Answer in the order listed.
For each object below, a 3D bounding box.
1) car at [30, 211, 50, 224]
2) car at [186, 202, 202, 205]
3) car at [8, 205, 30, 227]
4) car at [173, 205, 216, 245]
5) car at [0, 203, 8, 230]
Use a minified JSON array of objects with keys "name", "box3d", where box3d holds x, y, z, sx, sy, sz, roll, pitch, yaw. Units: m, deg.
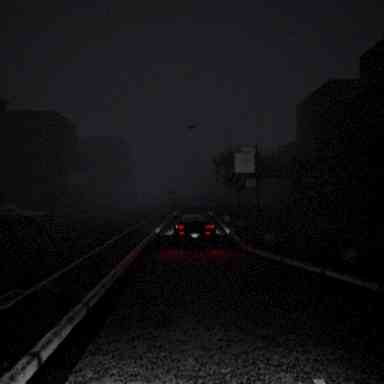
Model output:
[{"name":"car","box3d":[-13.130,1.584,23.955,5.366,1.575,1.946,0,-1,-1]},{"name":"car","box3d":[0.183,1.676,32.624,1.882,1.535,5.008,0,-1,0]},{"name":"car","box3d":[-13.292,1.603,21.195,4.674,1.452,2.002,0,0,-1]},{"name":"car","box3d":[0.122,1.548,15.468,1.812,1.442,4.674,0,0,0]},{"name":"car","box3d":[-13.230,1.417,18.441,4.553,1.767,2.185,0,0,-1]}]
